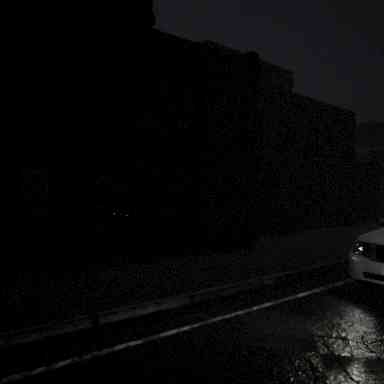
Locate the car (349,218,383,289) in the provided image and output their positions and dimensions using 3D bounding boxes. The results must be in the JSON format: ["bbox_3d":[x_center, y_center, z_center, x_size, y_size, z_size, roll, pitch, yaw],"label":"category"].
[{"bbox_3d":[6.129,1.221,8.078,5.566,2.045,2.150,0,0,-36],"label":"car"}]
